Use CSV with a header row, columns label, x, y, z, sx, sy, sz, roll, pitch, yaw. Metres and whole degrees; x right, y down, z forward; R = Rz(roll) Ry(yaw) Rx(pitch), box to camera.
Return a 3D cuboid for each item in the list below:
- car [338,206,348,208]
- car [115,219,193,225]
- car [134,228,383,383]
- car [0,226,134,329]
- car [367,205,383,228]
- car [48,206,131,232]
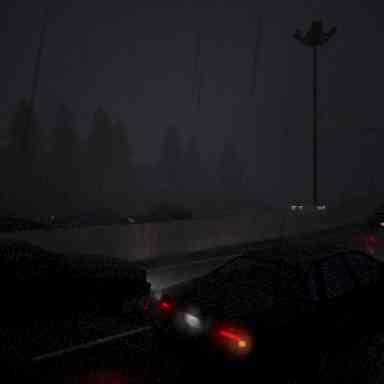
label,x,y,z,sx,sy,sz,roll,pitch,yaw
car,20.675,1.559,44.843,1.812,1.442,4.674,0,0,27
car,-2.172,1.517,20.609,5.008,1.535,1.882,0,0,-43
car,1.970,1.554,5.452,5.357,1.411,2.033,0,0,-38
car,-3.419,1.565,5.719,5.357,1.411,2.033,0,0,-37
car,11.883,1.501,19.661,2.128,1.511,4.902,0,0,42
car,-6.508,1.650,21.389,4.718,1.301,1.895,0,0,-41
